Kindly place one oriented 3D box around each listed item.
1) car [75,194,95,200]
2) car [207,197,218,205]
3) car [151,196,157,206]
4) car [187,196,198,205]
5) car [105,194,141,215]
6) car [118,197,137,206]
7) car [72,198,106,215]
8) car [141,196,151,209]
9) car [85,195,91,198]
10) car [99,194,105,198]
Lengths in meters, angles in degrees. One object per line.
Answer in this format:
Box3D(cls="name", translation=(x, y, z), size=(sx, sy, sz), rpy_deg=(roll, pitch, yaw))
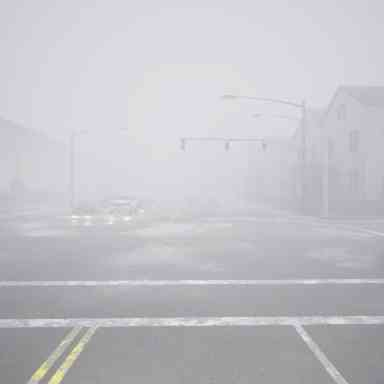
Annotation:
Box3D(cls="car", translation=(-28.880, 1.452, 89.786), size=(2.038, 1.542, 4.974), rpy_deg=(0, 0, 29))
Box3D(cls="car", translation=(3.558, 1.599, 58.695), size=(1.895, 1.301, 4.718), rpy_deg=(0, 0, 0))
Box3D(cls="car", translation=(-7.031, 1.478, 55.831), size=(1.882, 1.535, 5.008), rpy_deg=(0, 0, 0))
Box3D(cls="car", translation=(0.059, 1.491, 58.669), size=(2.128, 1.511, 4.902), rpy_deg=(0, 0, 0))
Box3D(cls="car", translation=(-7.066, 1.221, 34.714), size=(2.150, 2.045, 5.566), rpy_deg=(0, 0, 0))
Box3D(cls="car", translation=(-10.536, 1.547, 54.678), size=(2.033, 1.411, 5.357), rpy_deg=(0, 0, 0))
Box3D(cls="car", translation=(-10.566, 1.564, 33.686), size=(1.994, 1.385, 4.181), rpy_deg=(0, 0, 0))
Box3D(cls="car", translation=(-7.055, 1.505, 44.267), size=(1.837, 1.490, 4.892), rpy_deg=(0, 0, 0))
Box3D(cls="car", translation=(-28.095, 1.452, 84.419), size=(2.038, 1.542, 4.974), rpy_deg=(0, 0, -36))
Box3D(cls="car", translation=(-10.557, 1.221, 42.945), size=(2.150, 2.045, 5.566), rpy_deg=(0, 0, 0))
